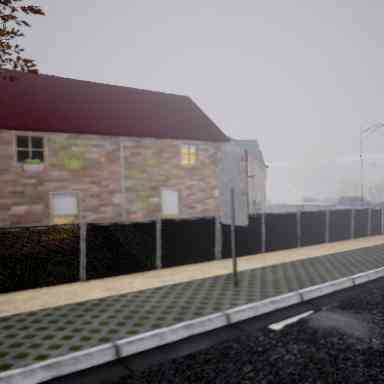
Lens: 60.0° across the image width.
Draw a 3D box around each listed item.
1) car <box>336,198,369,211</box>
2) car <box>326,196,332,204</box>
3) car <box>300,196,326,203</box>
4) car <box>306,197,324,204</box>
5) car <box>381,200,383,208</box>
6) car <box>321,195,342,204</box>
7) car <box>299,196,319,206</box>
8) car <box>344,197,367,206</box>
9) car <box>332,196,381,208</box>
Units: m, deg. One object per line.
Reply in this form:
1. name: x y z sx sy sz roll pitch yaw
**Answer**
1. car: 21.547 1.649 44.819 2.128 1.511 4.902 -2 0 1
2. car: 24.989 1.726 58.006 1.895 1.301 4.718 -2 0 0
3. car: 18.386 1.816 51.235 1.837 1.490 4.892 -2 0 1
4. car: 25.072 1.746 67.931 1.994 1.385 4.181 -2 0 0
5. car: 21.450 1.595 35.550 2.128 1.511 4.902 -2 0 0
6. car: 28.313 1.494 67.642 2.128 1.511 4.902 -2 0 0
7. car: 21.766 1.630 61.898 2.097 1.767 4.553 -2 0 0
8. car: 28.232 1.572 57.629 1.994 1.385 4.181 -2 0 0
9. car: 18.205 1.449 37.112 2.150 2.045 5.566 -2 0 1
